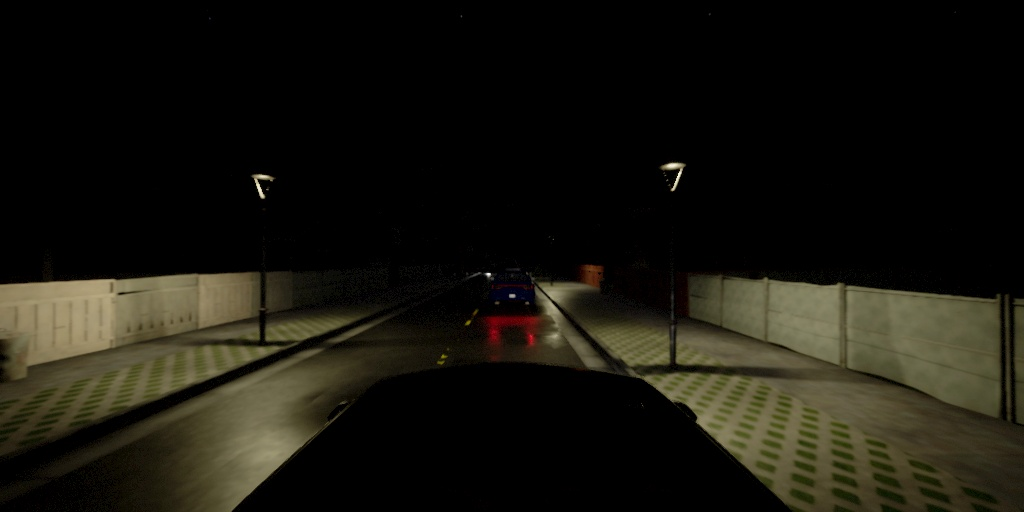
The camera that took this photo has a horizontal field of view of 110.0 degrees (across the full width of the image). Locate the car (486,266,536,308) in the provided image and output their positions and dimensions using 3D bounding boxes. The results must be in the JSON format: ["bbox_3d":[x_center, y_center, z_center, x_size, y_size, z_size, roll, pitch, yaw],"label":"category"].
[{"bbox_3d":[0.033,1.380,16.078,1.882,1.535,5.008,0,0,1],"label":"car"}]

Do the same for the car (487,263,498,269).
[{"bbox_3d":[-2.771,1.844,54.992,1.812,1.442,4.674,0,-1,1],"label":"car"}]
